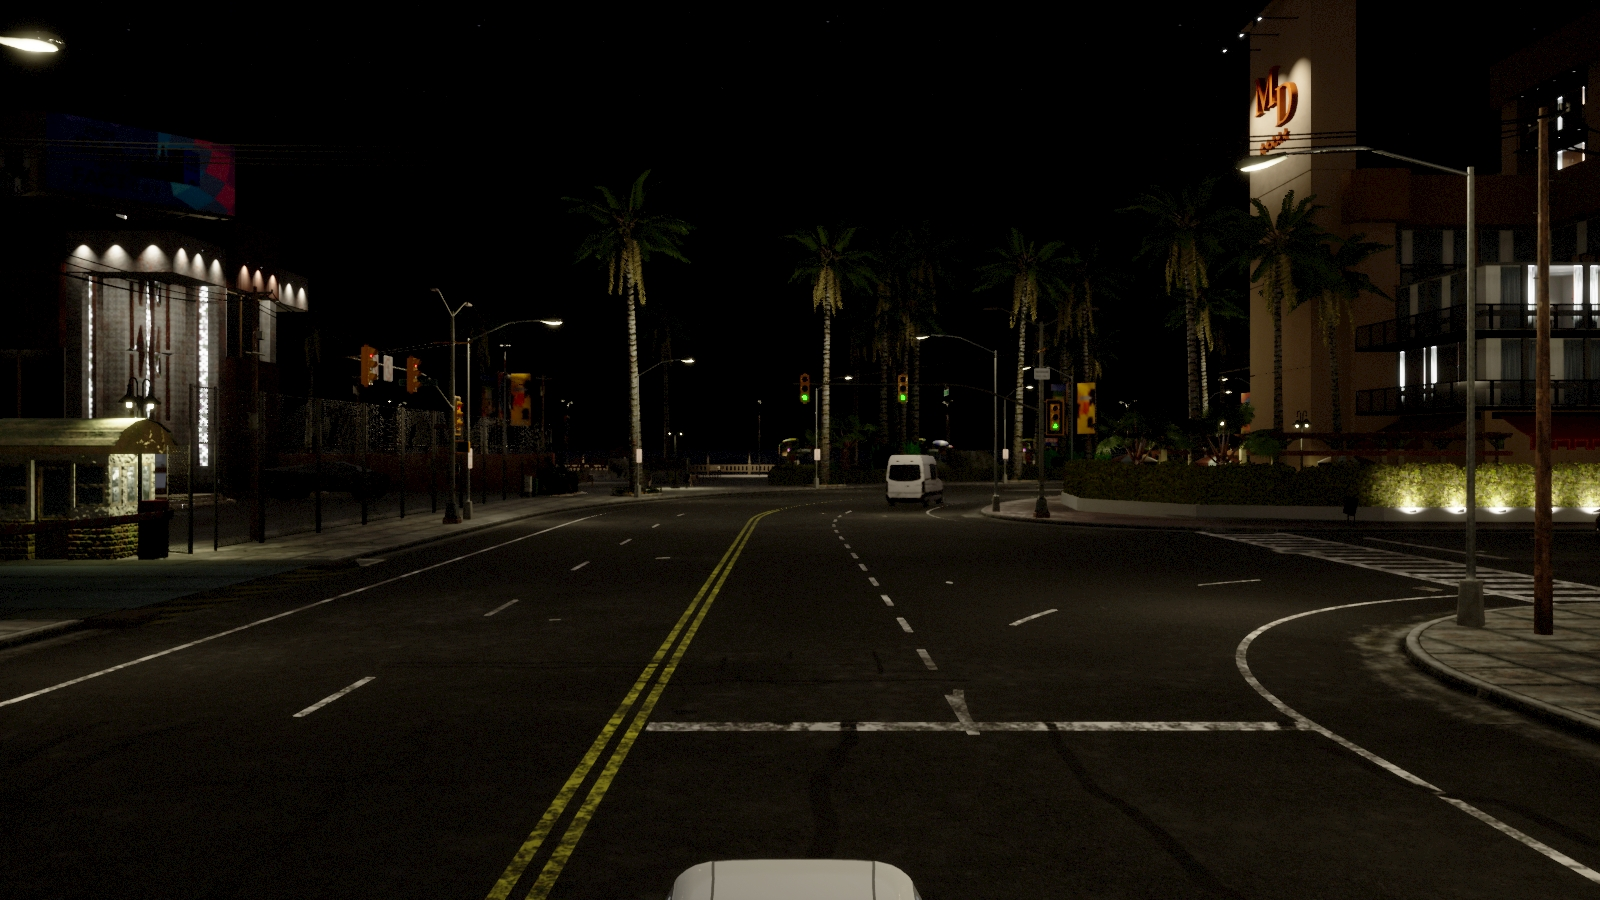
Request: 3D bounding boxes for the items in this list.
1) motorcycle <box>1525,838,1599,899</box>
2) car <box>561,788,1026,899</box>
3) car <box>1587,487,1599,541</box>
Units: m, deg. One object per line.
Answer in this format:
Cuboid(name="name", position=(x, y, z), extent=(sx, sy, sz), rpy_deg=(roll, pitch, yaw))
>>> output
Cuboid(name="motorcycle", position=(3.471, 2.213, 3.819), extent=(0.803, 1.145, 2.033), rpy_deg=(0, 0, 0))
Cuboid(name="car", position=(-0.022, 2.120, 3.708), extent=(1.481, 1.376, 2.207), rpy_deg=(0, 0, 0))
Cuboid(name="car", position=(27.253, 1.992, 34.866), extent=(5.027, 1.651, 2.152), rpy_deg=(0, 0, -1))
